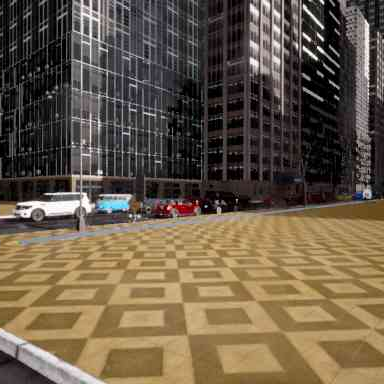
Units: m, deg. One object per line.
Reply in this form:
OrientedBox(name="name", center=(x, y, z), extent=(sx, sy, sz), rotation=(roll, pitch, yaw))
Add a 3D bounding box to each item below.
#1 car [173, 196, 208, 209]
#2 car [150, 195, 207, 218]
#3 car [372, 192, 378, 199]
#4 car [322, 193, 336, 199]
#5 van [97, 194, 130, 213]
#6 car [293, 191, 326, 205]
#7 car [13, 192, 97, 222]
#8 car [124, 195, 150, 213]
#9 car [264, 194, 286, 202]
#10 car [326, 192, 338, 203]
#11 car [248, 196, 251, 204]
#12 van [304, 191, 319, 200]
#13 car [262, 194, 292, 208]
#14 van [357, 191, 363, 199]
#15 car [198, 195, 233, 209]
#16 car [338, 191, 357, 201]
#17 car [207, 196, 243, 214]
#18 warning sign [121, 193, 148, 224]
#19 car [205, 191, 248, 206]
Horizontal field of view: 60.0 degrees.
OrientedBox(name="car", center=(-0.123, 1.219, 41.229), extent=(1.887, 1.381, 4.507), rotation=(1, 1, 40))
OrientedBox(name="car", center=(-1.047, 1.240, 27.033), extent=(1.967, 1.590, 4.097), rotation=(1, 1, 40))
OrientedBox(name="car", center=(39.484, 0.847, 74.709), extent=(2.008, 1.369, 4.403), rotation=(1, 1, 40))
OrientedBox(name="car", center=(33.123, 0.829, 80.165), extent=(1.947, 1.339, 4.313), rotation=(1, 1, 40))
OrientedBox(name="van", center=(-7.594, 1.107, 32.645), extent=(1.690, 1.788, 3.998), rotation=(1, 1, 40))
OrientedBox(name="car", center=(17.325, 0.885, 48.744), extent=(2.192, 1.841, 5.009), rotation=(1, 1, 40))
OrientedBox(name="car", center=(-10.399, 1.059, 25.193), extent=(2.150, 2.045, 5.566), rotation=(0, 1, 40))
OrientedBox(name="car", center=(-3.686, 1.301, 33.064), extent=(2.033, 1.411, 5.357), rotation=(0, 1, 40))
OrientedBox(name="car", center=(14.656, 1.056, 58.530), extent=(1.947, 1.339, 4.313), rotation=(1, 1, 40))
OrientedBox(name="car", center=(21.019, 0.839, 53.070), extent=(2.192, 1.841, 5.009), rotation=(1, 1, 40))
OrientedBox(name="car", center=(7.268, 1.148, 49.876), extent=(1.947, 1.339, 4.313), rotation=(1, 1, 40))
OrientedBox(name="van", center=(25.737, 0.694, 71.507), extent=(1.690, 1.788, 3.998), rotation=(1, 1, 40))
OrientedBox(name="car", center=(9.938, 1.244, 40.094), extent=(1.802, 1.307, 4.206), rotation=(1, 1, 40))
OrientedBox(name="van", center=(35.792, 0.683, 70.379), extent=(1.690, 1.788, 3.998), rotation=(1, 1, 40))
OrientedBox(name="car", center=(2.934, 1.197, 40.802), extent=(1.812, 1.442, 4.674), rotation=(0, 1, 41))
OrientedBox(name="car", center=(28.515, 0.957, 61.856), extent=(1.752, 1.417, 4.829), rotation=(1, 1, 40))
OrientedBox(name="car", center=(2.602, 1.320, 31.398), extent=(1.947, 1.339, 4.313), rotation=(1, 1, 40))
OrientedBox(name="warning sign", center=(-3.545, 0.977, 20.655), extent=(1.300, 1.860, 1.060), rotation=(0, 0, 40))
OrientedBox(name="car", center=(3.474, 0.924, 36.526), extent=(2.150, 2.045, 5.566), rotation=(0, 0, 41))
